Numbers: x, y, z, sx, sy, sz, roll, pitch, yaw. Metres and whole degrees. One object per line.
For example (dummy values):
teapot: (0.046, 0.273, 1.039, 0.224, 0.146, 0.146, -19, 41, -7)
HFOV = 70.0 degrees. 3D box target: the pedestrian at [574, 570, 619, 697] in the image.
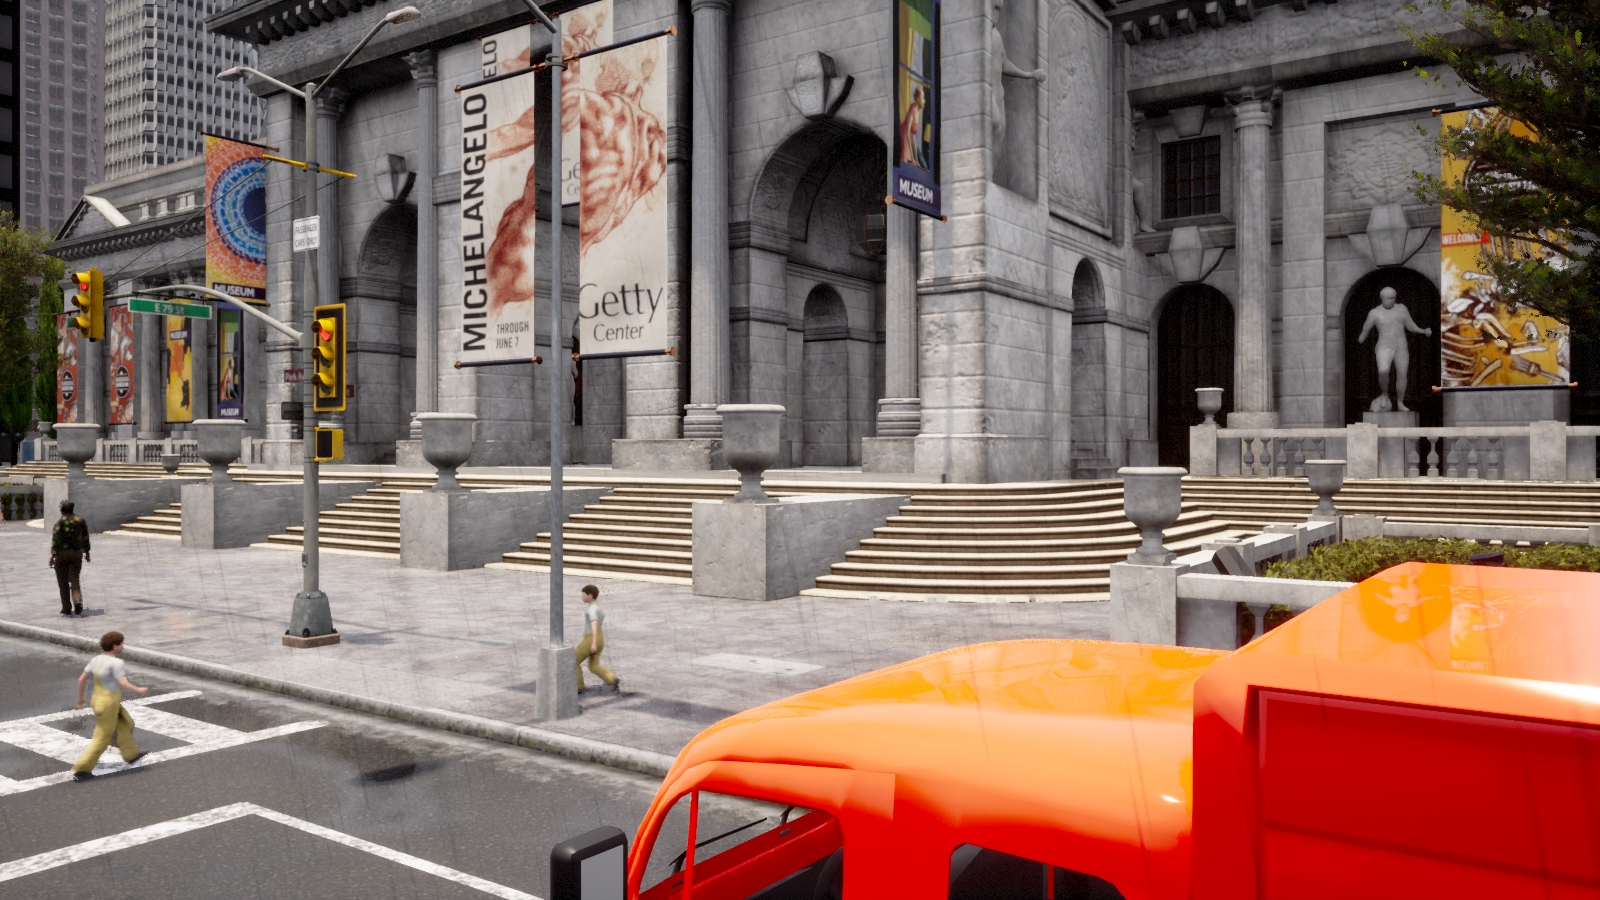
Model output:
pedestrian: (-2.197, 1.972, 12.357, 0.375, 1.300, 0.375, 0, 0, 9)

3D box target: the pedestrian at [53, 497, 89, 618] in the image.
pedestrian: (-11.523, 1.688, 18.064, 0.375, 1.860, 0.375, 0, 0, 40)

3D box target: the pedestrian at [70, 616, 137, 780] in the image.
pedestrian: (-6.007, 2.124, 9.858, 0.375, 1.300, 0.375, 0, 0, 35)

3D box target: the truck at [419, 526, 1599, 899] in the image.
truck: (1.935, 1.568, 2.414, 5.204, 2.467, 2.627, 0, 0, 35)
